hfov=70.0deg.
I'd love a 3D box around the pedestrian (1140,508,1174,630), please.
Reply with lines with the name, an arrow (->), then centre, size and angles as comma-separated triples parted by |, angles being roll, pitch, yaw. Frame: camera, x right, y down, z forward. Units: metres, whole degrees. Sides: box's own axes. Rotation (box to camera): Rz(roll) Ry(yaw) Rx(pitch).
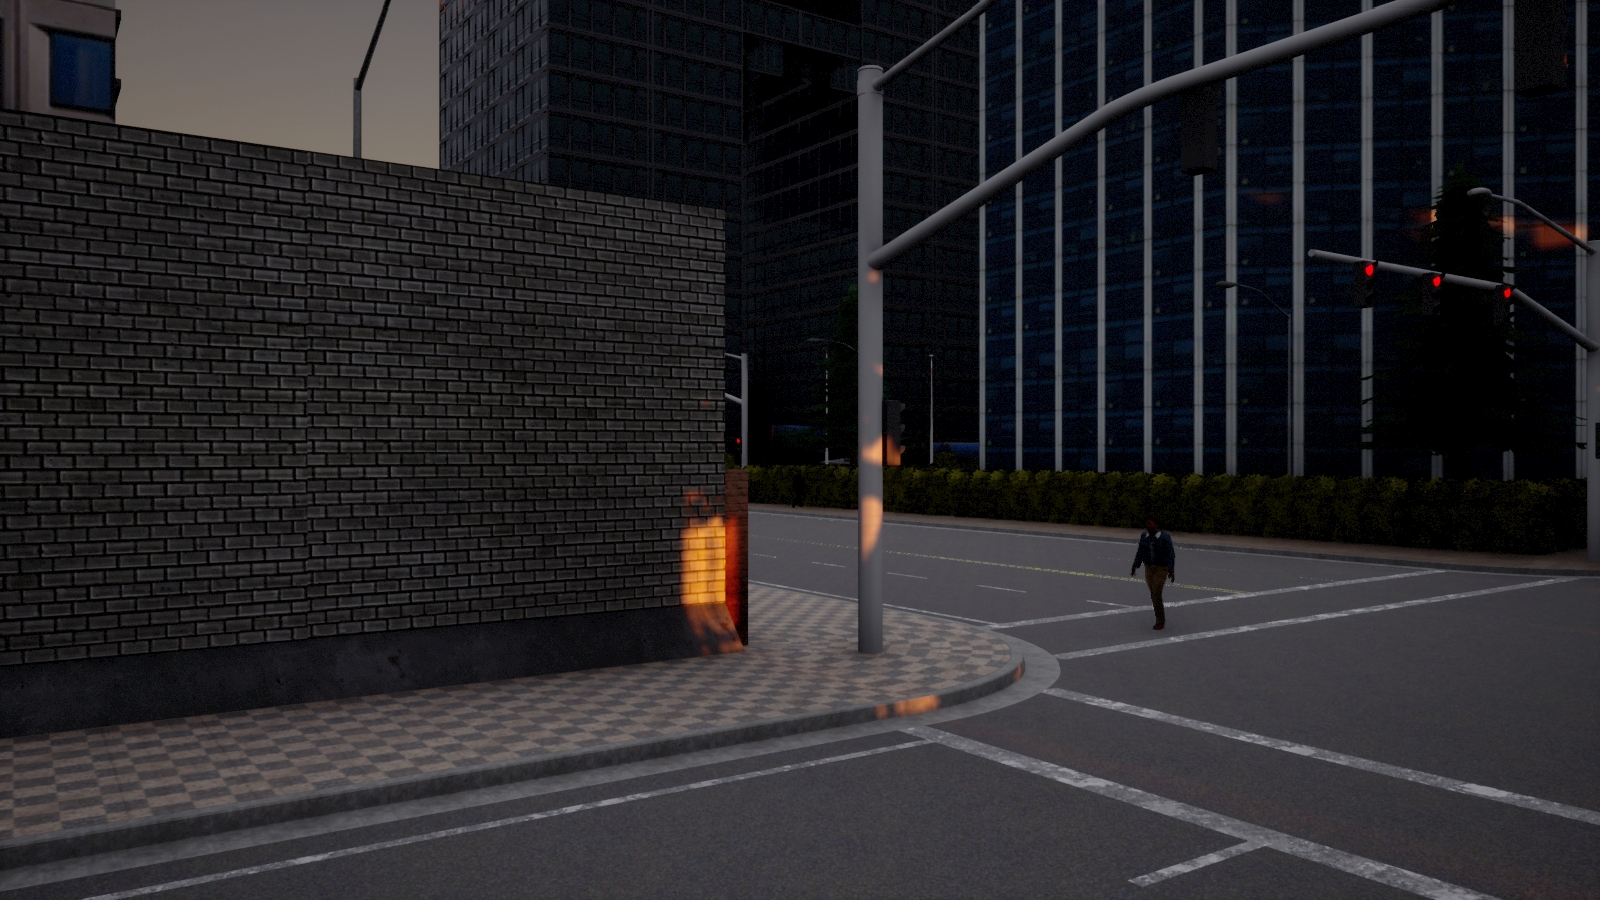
pedestrian -> 5.591, 1.848, 17.888 | 0.375, 1.860, 0.375 | 0, 0, -43

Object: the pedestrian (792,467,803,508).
pedestrian -> -0.100, 1.698, 52.355 | 0.375, 1.860, 0.375 | 0, 0, -32
